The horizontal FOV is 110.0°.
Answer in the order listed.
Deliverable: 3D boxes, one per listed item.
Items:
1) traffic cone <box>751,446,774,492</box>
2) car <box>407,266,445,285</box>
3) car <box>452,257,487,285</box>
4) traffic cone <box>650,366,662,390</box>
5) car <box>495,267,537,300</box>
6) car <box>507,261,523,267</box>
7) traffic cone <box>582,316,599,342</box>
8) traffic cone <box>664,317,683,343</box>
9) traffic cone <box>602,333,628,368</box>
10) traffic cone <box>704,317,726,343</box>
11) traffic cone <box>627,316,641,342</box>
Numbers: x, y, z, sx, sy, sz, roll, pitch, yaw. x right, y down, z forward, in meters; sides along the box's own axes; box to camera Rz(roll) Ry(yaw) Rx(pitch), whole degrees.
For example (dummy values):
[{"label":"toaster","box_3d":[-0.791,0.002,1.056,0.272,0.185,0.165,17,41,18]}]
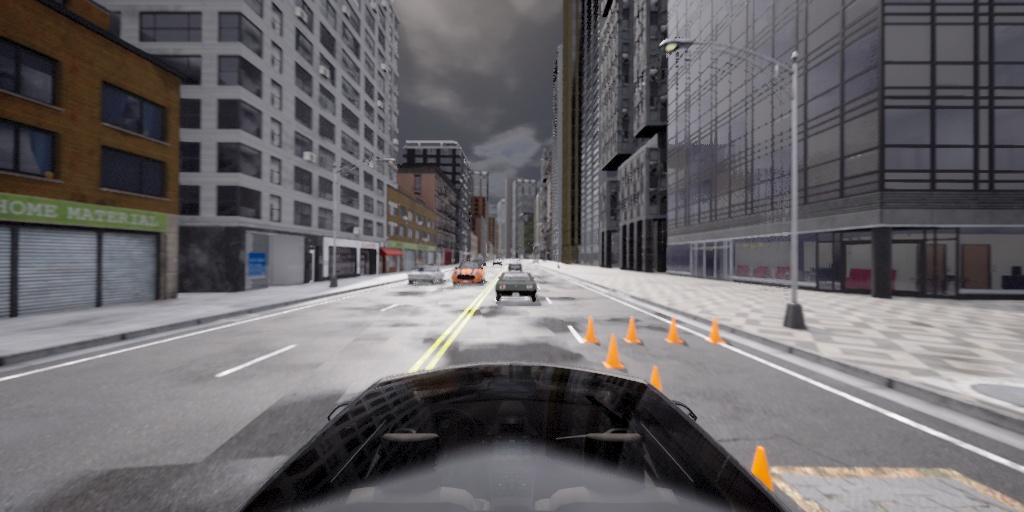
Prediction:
[{"label":"traffic cone","box_3d":[1.855,1.721,2.674,0.340,0.580,0.340,0,0,0]},{"label":"car","box_3d":[-6.437,1.426,27.204,1.895,1.301,4.718,0,0,0]},{"label":"car","box_3d":[-3.186,1.197,27.082,2.097,1.767,4.553,0,0,0]},{"label":"traffic cone","box_3d":[1.869,1.730,4.674,0.340,0.580,0.340,0,0,0]},{"label":"car","box_3d":[0.198,1.426,18.141,1.895,1.301,4.718,0,0,0]},{"label":"car","box_3d":[0.406,1.447,47.753,2.128,1.511,4.902,0,0,0]},{"label":"traffic cone","box_3d":[1.897,1.749,8.675,0.340,0.580,0.340,0,0,0]},{"label":"traffic cone","box_3d":[3.896,1.761,8.660,0.340,0.580,0.340,0,0,0]},{"label":"traffic cone","box_3d":[1.882,1.739,6.674,0.340,0.580,0.340,0,0,0]},{"label":"traffic cone","box_3d":[4.896,1.767,8.653,0.340,0.580,0.340,0,0,0]},{"label":"traffic cone","box_3d":[2.896,1.755,8.667,0.340,0.580,0.340,0,0,0]}]
